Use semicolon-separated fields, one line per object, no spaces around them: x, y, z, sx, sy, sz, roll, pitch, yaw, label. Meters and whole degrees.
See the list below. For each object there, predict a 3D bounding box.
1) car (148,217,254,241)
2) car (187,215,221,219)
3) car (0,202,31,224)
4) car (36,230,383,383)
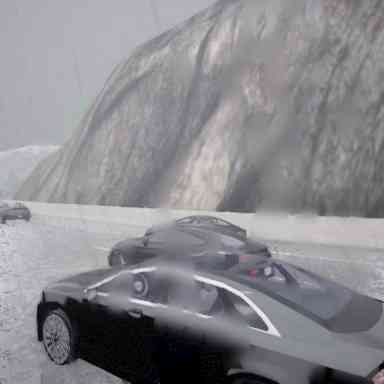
-0.174;1.543;8.621;4.674;1.442;1.812;0;0;37;car
0.100;1.590;12.864;4.181;1.385;1.994;0;0;38;car
-13.921;1.528;25.330;4.902;1.511;2.128;0;0;45;car
-0.037;1.500;4.149;4.902;1.511;2.128;0;0;36;car
